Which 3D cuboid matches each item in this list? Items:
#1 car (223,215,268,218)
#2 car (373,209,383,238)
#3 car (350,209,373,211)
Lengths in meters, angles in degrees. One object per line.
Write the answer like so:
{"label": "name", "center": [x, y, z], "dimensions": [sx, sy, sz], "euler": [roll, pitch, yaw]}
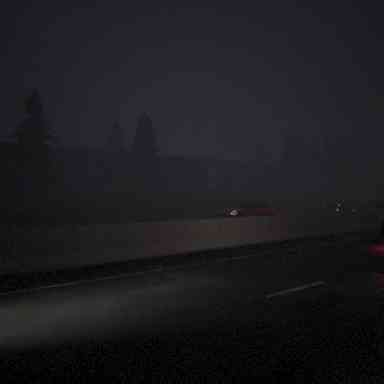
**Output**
{"label": "car", "center": [3.866, 1.394, 23.953], "dimensions": [4.553, 1.767, 2.097], "euler": [0, 0, -36]}
{"label": "car", "center": [10.832, 1.550, 15.780], "dimensions": [4.892, 1.490, 1.837], "euler": [0, 0, -36]}
{"label": "car", "center": [15.317, 1.423, 27.834], "dimensions": [4.553, 1.767, 2.097], "euler": [0, 0, -36]}
